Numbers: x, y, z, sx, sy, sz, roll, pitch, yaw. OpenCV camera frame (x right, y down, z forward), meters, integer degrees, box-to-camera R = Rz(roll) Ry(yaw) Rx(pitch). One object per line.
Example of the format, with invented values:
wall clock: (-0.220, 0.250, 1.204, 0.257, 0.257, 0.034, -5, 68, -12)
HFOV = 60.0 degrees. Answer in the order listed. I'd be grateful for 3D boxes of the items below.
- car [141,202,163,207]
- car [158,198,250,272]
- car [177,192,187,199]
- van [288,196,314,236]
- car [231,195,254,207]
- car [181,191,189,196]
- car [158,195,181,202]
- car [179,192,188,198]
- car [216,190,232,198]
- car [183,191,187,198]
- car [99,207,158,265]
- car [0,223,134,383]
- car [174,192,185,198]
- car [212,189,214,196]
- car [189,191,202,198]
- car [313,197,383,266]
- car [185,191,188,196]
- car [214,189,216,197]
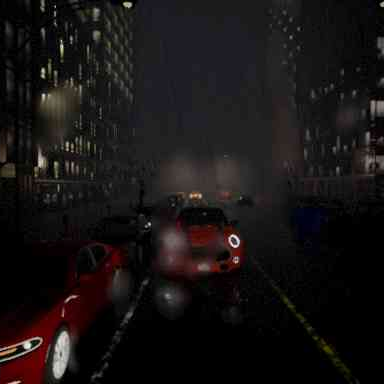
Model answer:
car: (-2.270, 1.376, 16.639, 1.802, 1.307, 4.206, -1, 1, 0)
car: (0.300, 1.222, 10.369, 2.097, 1.767, 4.553, 0, 1, 0)
car: (-2.045, 0.689, 67.617, 1.752, 1.417, 4.829, -1, 1, 0)
van: (6.108, 1.135, 16.599, 1.690, 1.788, 3.998, -1, 1, 0)
car: (6.210, 1.064, 39.334, 2.008, 1.369, 4.403, -1, 1, 0)
car: (-1.945, 0.428, 90.520, 2.008, 1.369, 4.403, -1, 1, 0)
car: (-2.220, 1.205, 28.005, 2.008, 1.369, 4.403, -1, 1, 0)
car: (-1.995, 0.586, 79.154, 1.947, 1.339, 4.313, -1, 1, 0)
car: (6.308, 0.547, 62.064, 2.192, 1.841, 5.009, -1, 1, 0)
car: (-2.120, 0.955, 50.737, 1.802, 1.307, 4.206, -1, 1, 0)
car: (-2.296, 1.414, 10.955, 2.008, 1.369, 4.403, -1, 1, 0)
car: (-2.320, 1.478, 5.272, 1.887, 1.381, 4.507, -1, 1, 0)
car: (-2.170, 1.064, 39.371, 2.008, 1.369, 4.403, -1, 1, 0)
car: (6.385, 0.460, 79.115, 1.967, 1.590, 4.097, -1, 1, 0)
car: (0.610, 0.633, 58.033, 2.097, 1.767, 4.553, 0, 1, 0)
car: (6.083, 1.178, 10.915, 2.192, 1.841, 5.009, -1, 1, 0)
car: (-2.096, 0.742, 56.419, 1.967, 1.590, 4.097, -1, 1, 0)
car: (6.333, 0.476, 67.748, 2.192, 1.841, 5.009, -1, 1, 0)
